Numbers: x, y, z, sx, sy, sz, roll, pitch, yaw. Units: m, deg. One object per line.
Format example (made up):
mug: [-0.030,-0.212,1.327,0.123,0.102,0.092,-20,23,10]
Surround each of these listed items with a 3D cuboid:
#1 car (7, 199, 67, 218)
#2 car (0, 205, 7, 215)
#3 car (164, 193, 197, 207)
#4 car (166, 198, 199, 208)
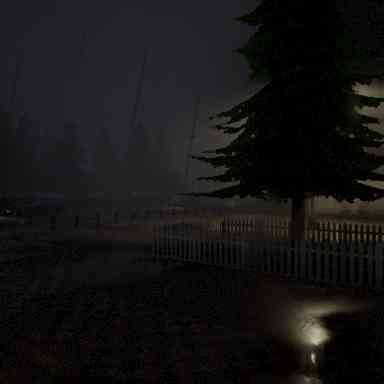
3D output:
car: [-13.733,1.523,30.260,1.812,1.442,4.674,0,0,35]
car: [-16.220,1.501,32.833,1.837,1.490,4.892,0,0,36]
car: [-1.738,1.220,52.912,2.150,2.045,5.566,0,0,36]
car: [-0.996,1.475,47.988,1.882,1.535,5.008,0,0,36]
